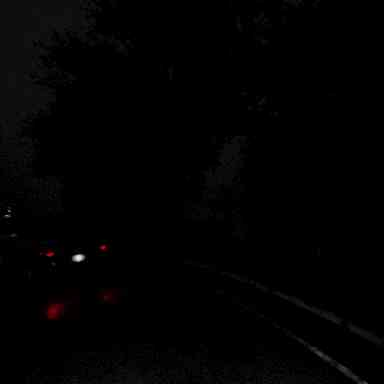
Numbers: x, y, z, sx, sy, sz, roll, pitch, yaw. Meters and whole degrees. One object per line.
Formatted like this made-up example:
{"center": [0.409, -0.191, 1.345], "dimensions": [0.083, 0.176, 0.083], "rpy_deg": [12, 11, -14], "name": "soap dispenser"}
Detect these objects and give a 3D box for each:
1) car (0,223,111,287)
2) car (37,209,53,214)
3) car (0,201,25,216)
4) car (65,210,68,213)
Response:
{"center": [-4.074, 1.596, 9.658], "dimensions": [1.994, 1.385, 4.181], "rpy_deg": [-1, 0, -41], "name": "car"}
{"center": [-27.421, 3.868, 62.160], "dimensions": [1.994, 1.385, 4.181], "rpy_deg": [-1, -5, -7], "name": "car"}
{"center": [-25.586, 2.304, 46.906], "dimensions": [2.150, 2.045, 5.566], "rpy_deg": [-1, -4, -7], "name": "car"}
{"center": [-24.606, 4.254, 67.924], "dimensions": [2.033, 1.411, 5.357], "rpy_deg": [-1, -5, -7], "name": "car"}
